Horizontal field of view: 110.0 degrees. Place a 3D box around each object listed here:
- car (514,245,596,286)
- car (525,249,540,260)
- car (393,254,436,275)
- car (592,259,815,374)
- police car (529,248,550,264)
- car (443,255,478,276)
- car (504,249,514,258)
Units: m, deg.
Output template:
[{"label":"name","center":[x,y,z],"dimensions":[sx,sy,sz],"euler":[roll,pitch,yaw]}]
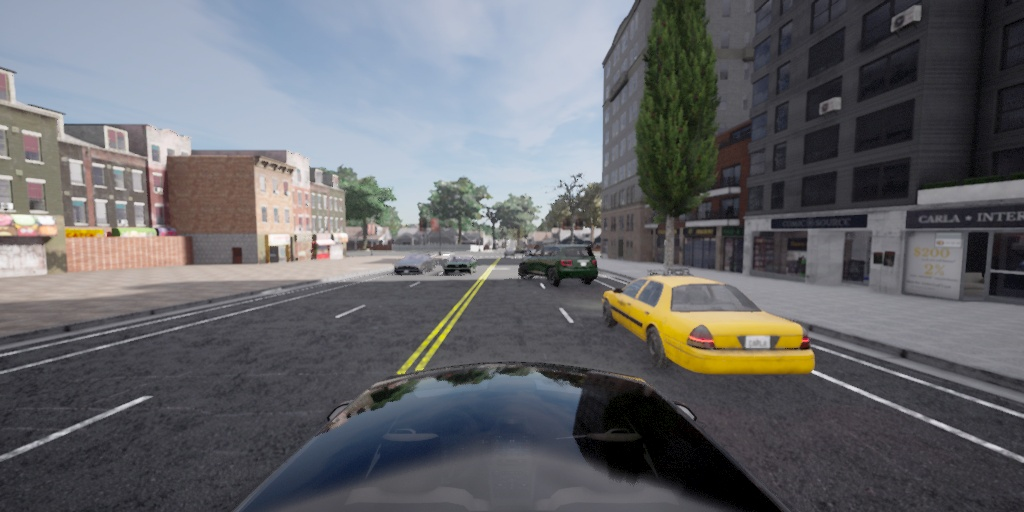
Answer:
[{"label":"car","center":[2.348,0.402,19.371],"dimensions":[2.150,2.045,5.566],"euler":[0,2,-22]},{"label":"car","center":[2.912,-0.236,51.100],"dimensions":[1.837,1.490,4.892],"euler":[0,2,0]},{"label":"car","center":[-6.762,0.537,25.540],"dimensions":[2.033,1.411,5.357],"euler":[0,2,0]},{"label":"car","center":[3.214,1.024,7.276],"dimensions":[1.801,1.575,5.366],"euler":[0,2,0]},{"label":"police car","center":[2.987,-0.014,40.203],"dimensions":[1.930,1.638,5.238],"euler":[0,2,0]},{"label":"car","center":[-3.507,0.609,24.940],"dimensions":[1.895,1.301,4.718],"euler":[0,2,0]},{"label":"car","center":[-0.406,-0.513,60.959],"dimensions":[2.128,1.511,4.902],"euler":[0,2,0]}]
